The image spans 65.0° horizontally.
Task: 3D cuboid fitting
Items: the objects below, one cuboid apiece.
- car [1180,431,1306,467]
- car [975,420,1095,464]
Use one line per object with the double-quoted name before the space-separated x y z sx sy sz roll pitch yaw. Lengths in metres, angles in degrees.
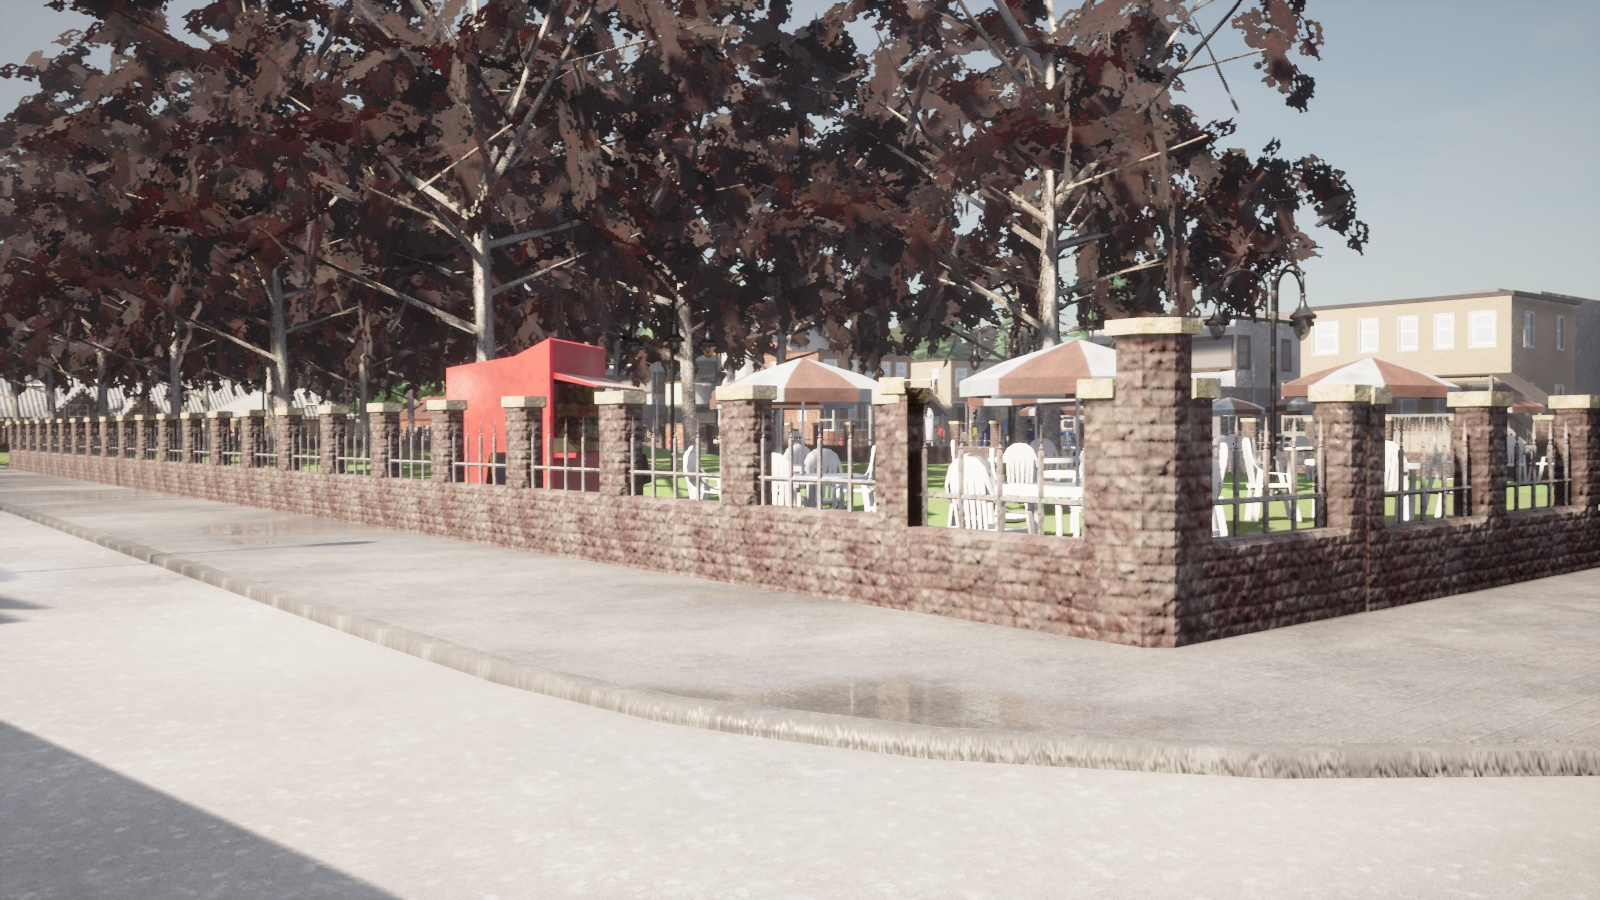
"car" 19.754 -0.074 56.134 2.128 1.511 4.902 -1 1 -39
"car" 11.224 -0.416 60.320 2.150 2.045 5.566 -1 1 -39
